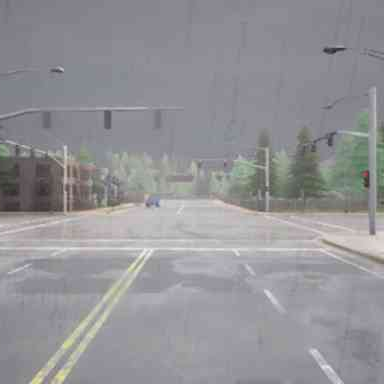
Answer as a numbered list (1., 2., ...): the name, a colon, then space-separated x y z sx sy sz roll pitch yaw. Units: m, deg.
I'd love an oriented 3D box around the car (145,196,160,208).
1. car: -7.020 1.731 59.662 2.150 2.045 5.566 0 -1 0
